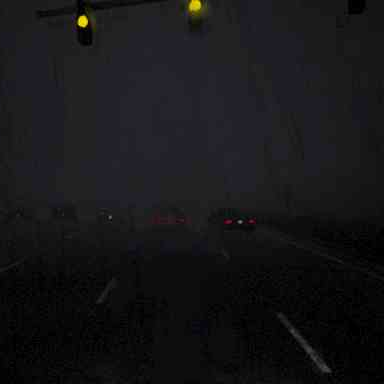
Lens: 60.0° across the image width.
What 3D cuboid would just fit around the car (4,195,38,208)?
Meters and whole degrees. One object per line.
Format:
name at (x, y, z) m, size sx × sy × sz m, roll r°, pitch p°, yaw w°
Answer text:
car at (-24.542, 1.491, 46.874) m, size 5.566 × 2.045 × 2.150 m, roll 0°, pitch 0°, yaw 39°

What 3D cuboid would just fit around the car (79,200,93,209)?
car at (-16.368, 1.813, 49.144) m, size 4.181 × 1.385 × 1.994 m, roll 0°, pitch 0°, yaw 44°

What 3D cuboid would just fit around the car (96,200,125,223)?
car at (-6.822, 1.656, 27.280) m, size 1.812 × 1.442 × 4.674 m, roll 0°, pitch 0°, yaw -17°

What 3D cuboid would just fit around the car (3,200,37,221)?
car at (-14.736, 1.689, 28.688) m, size 1.812 × 1.442 × 4.674 m, roll 0°, pitch 0°, yaw -22°

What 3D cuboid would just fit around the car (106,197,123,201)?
car at (-11.945, 1.587, 49.706) m, size 2.097 × 1.767 × 4.553 m, roll 0°, pitch 0°, yaw -44°

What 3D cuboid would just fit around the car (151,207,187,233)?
car at (-1.490, 1.633, 20.605) m, size 2.033 × 1.411 × 5.357 m, roll 0°, pitch 0°, yaw -9°

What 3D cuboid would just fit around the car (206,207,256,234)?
car at (2.159, 1.617, 19.793) m, size 2.033 × 1.411 × 5.357 m, roll 0°, pitch 0°, yaw -8°

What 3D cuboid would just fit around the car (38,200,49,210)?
car at (-21.445, 1.866, 48.774) m, size 4.718 × 1.301 × 1.895 m, roll 0°, pitch 0°, yaw 40°

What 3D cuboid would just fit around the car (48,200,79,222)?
car at (-10.768, 1.625, 28.105) m, size 1.882 × 1.535 × 5.008 m, roll 0°, pitch 0°, yaw -19°
